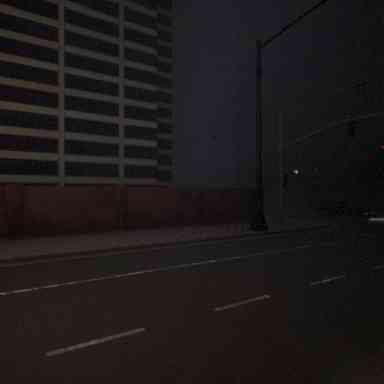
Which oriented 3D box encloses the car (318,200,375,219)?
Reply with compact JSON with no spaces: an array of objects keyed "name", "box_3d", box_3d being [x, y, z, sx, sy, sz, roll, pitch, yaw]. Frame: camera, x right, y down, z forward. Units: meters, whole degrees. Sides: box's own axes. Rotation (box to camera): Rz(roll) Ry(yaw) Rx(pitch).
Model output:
[{"name":"car","box_3d":[13.764,1.504,29.908,1.837,1.490,4.892,0,0,-36]}]
